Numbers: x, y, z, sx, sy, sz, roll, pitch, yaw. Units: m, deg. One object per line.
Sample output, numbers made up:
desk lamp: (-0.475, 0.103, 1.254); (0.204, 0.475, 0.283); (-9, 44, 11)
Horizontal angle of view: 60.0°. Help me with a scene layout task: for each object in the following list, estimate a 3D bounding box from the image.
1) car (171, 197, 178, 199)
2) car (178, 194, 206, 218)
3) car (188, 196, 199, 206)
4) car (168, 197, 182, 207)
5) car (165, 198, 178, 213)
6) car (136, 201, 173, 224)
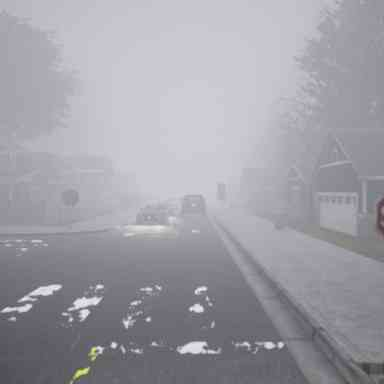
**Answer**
car: (-2.784, 1.506, 43.941); (1.882, 1.535, 5.008); (0, 0, 0)
car: (0.146, 1.237, 30.937); (2.150, 2.045, 5.566); (0, 0, 0)
car: (0.188, 1.536, 58.692); (1.882, 1.535, 5.008); (0, 0, 0)
car: (-2.724, 1.540, 54.546); (2.128, 1.511, 4.902); (0, 0, 1)
car: (-2.796, 1.619, 34.404); (1.895, 1.301, 4.718); (0, 0, 0)
car: (-2.820, 1.576, 24.607); (1.994, 1.385, 4.181); (0, 0, 3)
